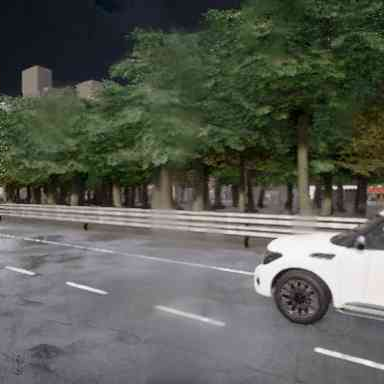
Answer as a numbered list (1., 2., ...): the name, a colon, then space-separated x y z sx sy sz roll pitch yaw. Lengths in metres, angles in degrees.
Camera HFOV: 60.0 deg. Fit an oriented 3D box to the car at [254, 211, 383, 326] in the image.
1. car: 3.838 1.222 5.429 5.566 2.045 2.150 0 0 36
